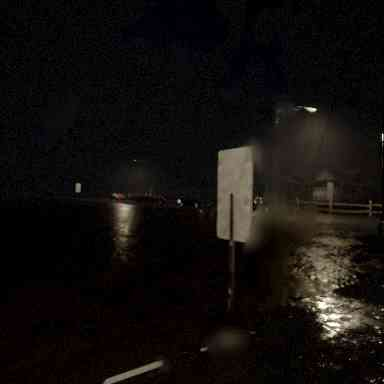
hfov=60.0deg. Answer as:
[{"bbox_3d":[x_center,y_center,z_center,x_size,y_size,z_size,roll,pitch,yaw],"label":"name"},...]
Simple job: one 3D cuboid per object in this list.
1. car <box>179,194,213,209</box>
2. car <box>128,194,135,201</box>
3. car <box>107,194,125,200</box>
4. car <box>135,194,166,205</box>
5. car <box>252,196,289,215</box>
[{"bbox_3d":[0.359,1.024,36.995,1.837,1.490,4.892,2,0,-35],"label":"car"},{"bbox_3d":[-8.934,0.960,56.448,2.033,1.411,5.357,2,-1,-35],"label":"car"},{"bbox_3d":[-14.934,0.947,64.816,1.895,1.301,4.718,2,-1,-35],"label":"car"},{"bbox_3d":[-5.417,1.021,45.135,1.895,1.301,4.718,2,0,-35],"label":"car"},{"bbox_3d":[6.121,1.140,28.886,1.837,1.490,4.892,2,0,-35],"label":"car"}]
